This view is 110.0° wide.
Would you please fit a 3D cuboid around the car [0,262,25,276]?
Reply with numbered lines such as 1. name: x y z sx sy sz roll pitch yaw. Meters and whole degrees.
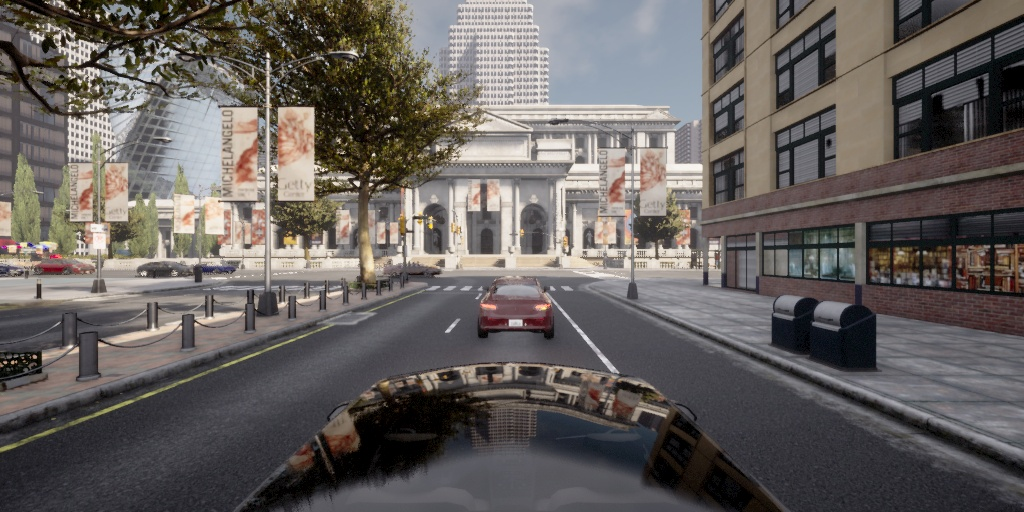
1. car: -49.839 1.275 34.281 4.674 1.442 1.812 0 0 -1

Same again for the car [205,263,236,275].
1. car: -31.854 1.351 37.694 4.718 1.301 1.895 0 0 1

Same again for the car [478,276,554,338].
1. car: 0.118 1.276 10.021 1.812 1.442 4.674 0 0 1

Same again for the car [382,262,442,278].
1. car: -9.387 1.297 33.934 5.357 1.411 2.033 0 0 1

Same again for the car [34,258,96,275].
1. car: -46.990 1.103 37.789 4.553 1.767 2.097 0 0 0

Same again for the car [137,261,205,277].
1. car: -32.777 1.255 34.199 4.892 1.490 1.837 0 0 1
